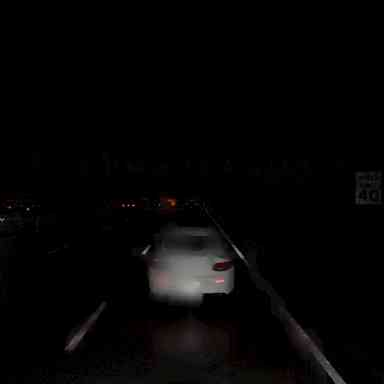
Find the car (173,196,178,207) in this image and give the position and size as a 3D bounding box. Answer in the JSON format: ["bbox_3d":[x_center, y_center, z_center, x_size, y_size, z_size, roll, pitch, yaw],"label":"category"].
[{"bbox_3d":[-3.308,1.352,49.559,2.097,1.767,4.553,0,0,1],"label":"car"}]

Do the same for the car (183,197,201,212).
[{"bbox_3d":[-0.012,1.526,39.321,1.812,1.442,4.674,0,0,1],"label":"car"}]

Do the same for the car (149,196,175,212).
[{"bbox_3d":[-3.508,1.564,39.731,1.994,1.385,4.181,0,0,1],"label":"car"}]

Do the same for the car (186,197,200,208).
[{"bbox_3d":[0.193,1.477,49.538,1.882,1.535,5.008,0,0,1],"label":"car"}]

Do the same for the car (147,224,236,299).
[{"bbox_3d":[-0.012,1.526,8.304,1.812,1.442,4.674,0,0,0],"label":"car"}]

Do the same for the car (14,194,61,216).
[{"bbox_3d":[-15.043,1.221,33.255,2.150,2.045,5.566,0,0,0],"label":"car"}]

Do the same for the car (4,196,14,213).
[{"bbox_3d":[-18.533,1.221,36.592,2.150,2.045,5.566,0,0,0],"label":"car"}]

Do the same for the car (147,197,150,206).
[{"bbox_3d":[-6.806,1.525,49.677,1.812,1.442,4.674,0,0,1],"label":"car"}]

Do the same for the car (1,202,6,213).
[{"bbox_3d":[-15.106,1.564,22.774,1.994,1.385,4.181,0,0,0],"label":"car"}]

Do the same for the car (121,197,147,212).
[{"bbox_3d":[-7.012,1.547,39.316,2.033,1.411,5.357,0,0,1],"label":"car"}]
